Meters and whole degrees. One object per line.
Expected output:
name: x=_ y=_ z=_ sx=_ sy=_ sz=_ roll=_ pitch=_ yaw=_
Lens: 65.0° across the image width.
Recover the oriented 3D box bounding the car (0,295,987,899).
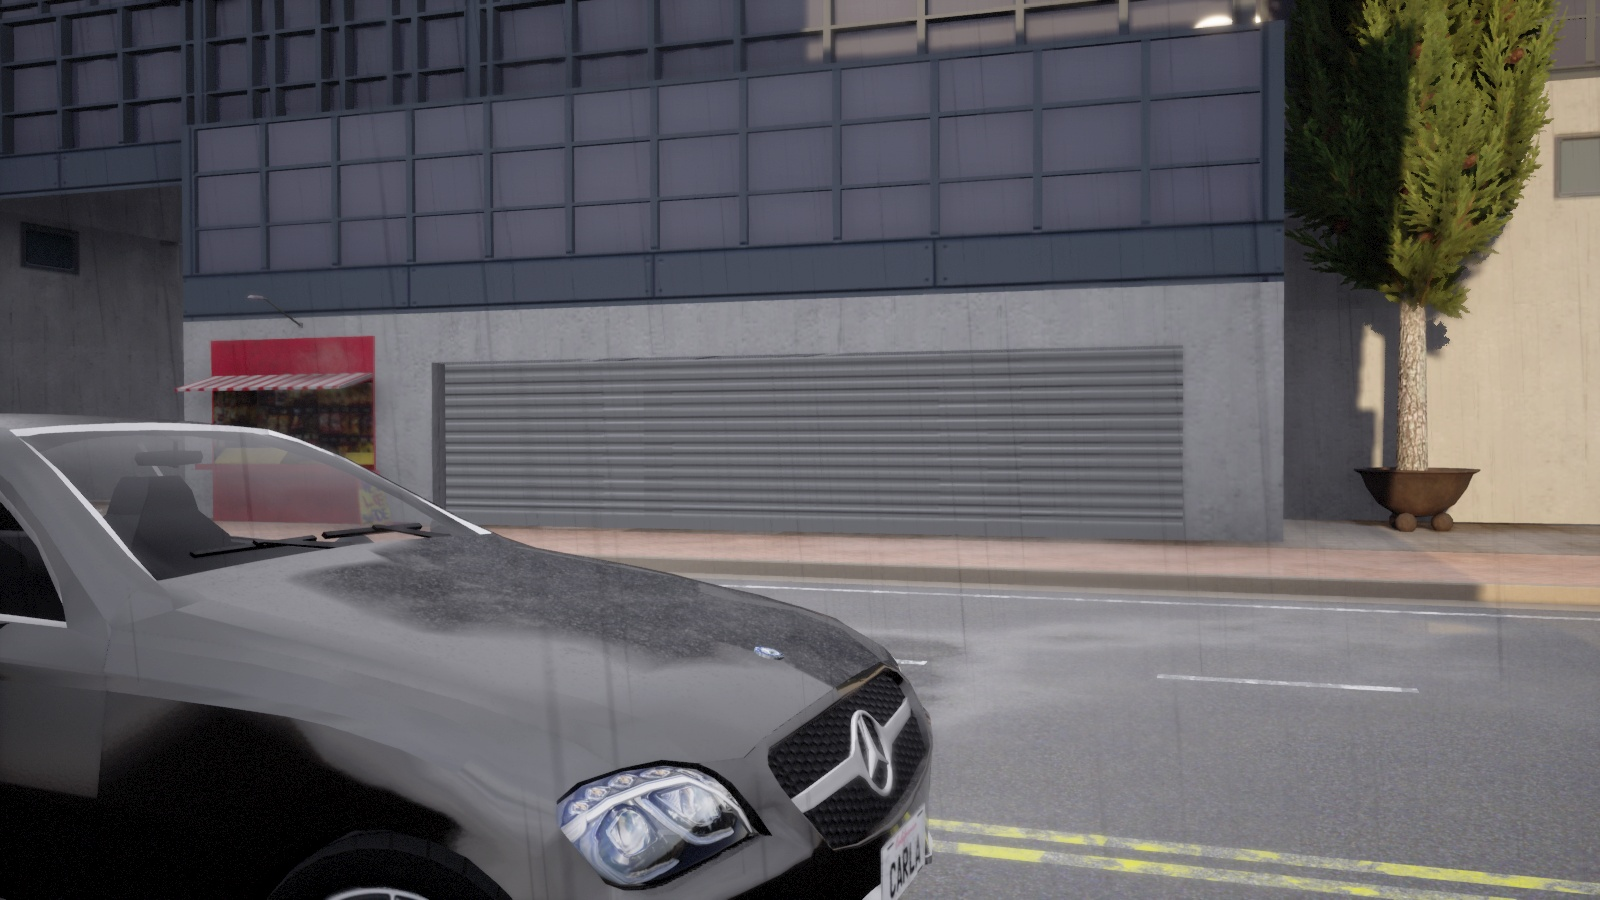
car: x=-2.120 y=0.535 z=3.904 sx=5.027 sy=1.651 sz=2.152 roll=1 pitch=1 yaw=19
